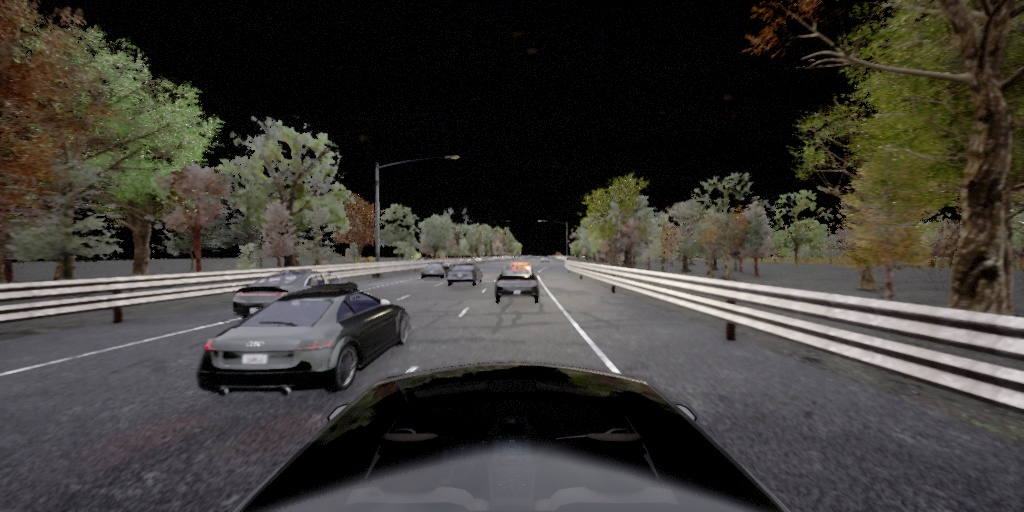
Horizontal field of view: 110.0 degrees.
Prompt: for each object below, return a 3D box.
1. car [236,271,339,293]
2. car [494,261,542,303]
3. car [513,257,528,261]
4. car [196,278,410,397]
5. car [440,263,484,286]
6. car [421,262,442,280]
[{"bbox_3d":[-6.820,1.235,11.990,2.128,1.511,4.902,0,0,1],"label":"car"},{"bbox_3d":[0.239,1.177,16.231,2.128,1.511,4.902,0,0,1],"label":"car"},{"bbox_3d":[0.936,0.949,38.034,2.097,1.767,4.553,0,0,3],"label":"car"},{"bbox_3d":[-3.366,1.310,6.715,1.994,1.385,4.181,0,0,0],"label":"car"},{"bbox_3d":[-3.081,1.218,24.270,2.033,1.411,5.357,0,0,2],"label":"car"},{"bbox_3d":[-6.363,1.228,30.729,1.994,1.385,4.181,0,0,2],"label":"car"}]
